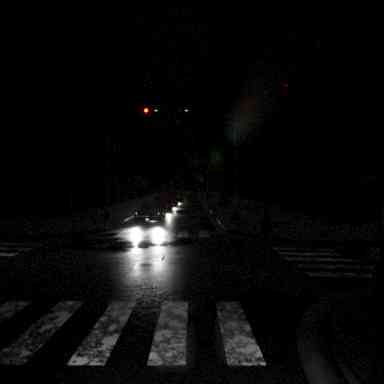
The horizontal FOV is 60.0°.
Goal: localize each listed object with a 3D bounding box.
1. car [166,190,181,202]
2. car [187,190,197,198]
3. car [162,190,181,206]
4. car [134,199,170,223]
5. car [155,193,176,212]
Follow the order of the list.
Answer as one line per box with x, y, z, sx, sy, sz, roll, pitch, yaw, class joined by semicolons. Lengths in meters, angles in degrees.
-2.891;0.657;52.707;2.097;1.767;4.553;0;1;0;car
-0.010;0.415;68.186;1.882;1.535;5.008;0;2;0;car
-2.913;0.723;42.854;2.150;2.045;5.566;0;1;0;car
-2.889;1.421;23.630;1.895;1.301;4.718;0;1;0;car
-2.904;1.177;33.000;1.837;1.490;4.892;0;1;0;car
